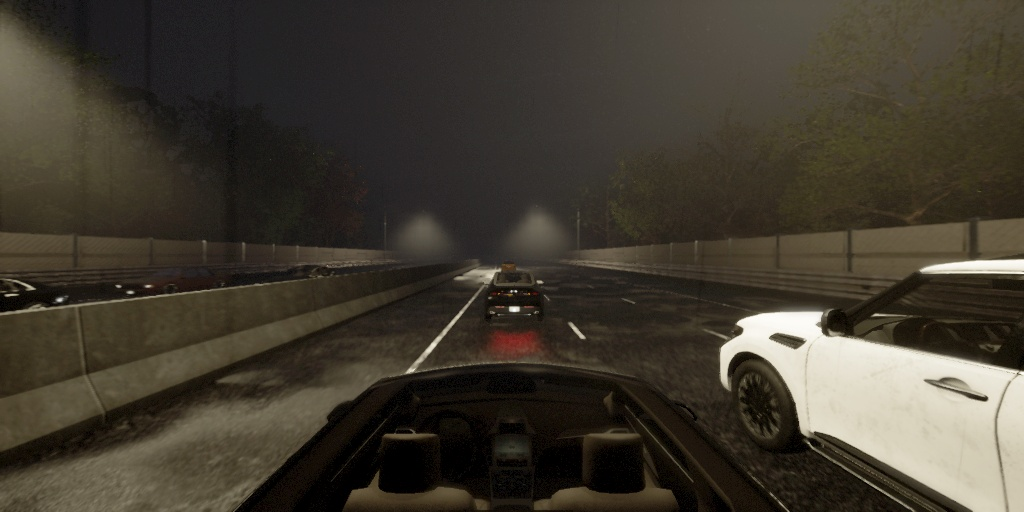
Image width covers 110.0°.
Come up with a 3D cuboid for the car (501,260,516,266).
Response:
[{"bbox_3d":[-0.435,1.222,44.380,1.801,1.575,5.366,0,0,-1],"label":"car"}]

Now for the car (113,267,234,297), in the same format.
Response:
[{"bbox_3d":[-17.698,1.305,19.261,2.033,1.411,5.357,0,0,-1],"label":"car"}]

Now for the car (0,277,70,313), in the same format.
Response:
[{"bbox_3d":[-14.123,1.260,8.588,1.837,1.490,4.892,0,0,0],"label":"car"}]

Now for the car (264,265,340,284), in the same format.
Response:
[{"bbox_3d":[-10.695,1.261,18.597,1.837,1.490,4.892,0,0,-1],"label":"car"}]

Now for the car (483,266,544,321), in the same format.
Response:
[{"bbox_3d":[0.055,1.259,12.561,1.837,1.490,4.892,0,0,0],"label":"car"}]

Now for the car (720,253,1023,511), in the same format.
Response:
[{"bbox_3d":[3.595,0.971,1.965,2.150,2.045,5.566,0,0,0],"label":"car"}]
